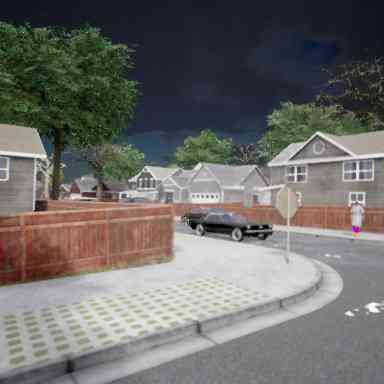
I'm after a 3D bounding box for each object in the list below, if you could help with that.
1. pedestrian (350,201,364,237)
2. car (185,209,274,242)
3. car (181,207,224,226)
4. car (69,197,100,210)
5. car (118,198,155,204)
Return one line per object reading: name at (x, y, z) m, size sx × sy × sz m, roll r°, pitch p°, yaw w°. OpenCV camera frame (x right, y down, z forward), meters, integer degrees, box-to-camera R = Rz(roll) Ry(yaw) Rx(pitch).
pedestrian at (8.718, 1.413, 17.666) m, size 0.375 × 1.860 × 0.375 m, roll 1°, pitch -1°, yaw -35°
car at (1.912, 1.719, 17.145) m, size 1.895 × 1.301 × 4.718 m, roll 2°, pitch -2°, yaw -35°
car at (1.120, 1.782, 23.502) m, size 2.128 × 1.511 × 4.902 m, roll 2°, pitch -2°, yaw -36°
car at (-10.708, 1.588, 34.658) m, size 2.150 × 2.045 × 5.566 m, roll 2°, pitch -2°, yaw -37°
car at (-3.998, 1.466, 25.539) m, size 2.150 × 2.045 × 5.566 m, roll 2°, pitch -2°, yaw -36°
